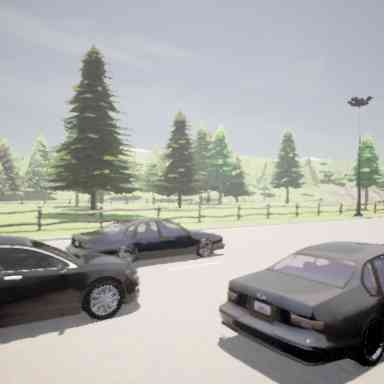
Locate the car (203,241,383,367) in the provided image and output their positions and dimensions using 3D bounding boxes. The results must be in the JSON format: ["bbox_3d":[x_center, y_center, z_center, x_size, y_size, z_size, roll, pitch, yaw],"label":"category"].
[{"bbox_3d":[2.974,1.608,5.865,5.357,1.411,2.033,1,0,-35],"label":"car"}]

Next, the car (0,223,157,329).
[{"bbox_3d":[-3.254,1.511,5.727,4.892,1.490,1.837,1,0,-35],"label":"car"}]

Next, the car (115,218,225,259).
[{"bbox_3d":[-1.375,1.605,11.361,5.357,1.411,2.033,1,0,-35],"label":"car"}]
